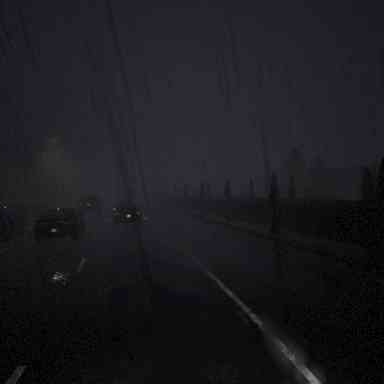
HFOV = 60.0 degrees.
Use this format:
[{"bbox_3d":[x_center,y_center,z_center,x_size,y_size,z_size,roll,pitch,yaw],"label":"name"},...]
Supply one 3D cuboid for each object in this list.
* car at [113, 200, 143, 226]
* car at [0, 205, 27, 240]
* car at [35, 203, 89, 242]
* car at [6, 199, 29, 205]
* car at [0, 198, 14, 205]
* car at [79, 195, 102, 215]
[{"bbox_3d":[-4.671,1.579,24.099,1.994,1.385,4.181,-2,0,-13],"label":"car"},{"bbox_3d":[-10.530,1.727,18.197,2.128,1.511,4.902,-2,0,-13],"label":"car"},{"bbox_3d":[-6.786,1.596,17.469,1.882,1.535,5.008,-2,0,-12],"label":"car"},{"bbox_3d":[-24.542,2.115,47.730,1.994,1.385,4.181,-2,0,-12],"label":"car"},{"bbox_3d":[-29.035,1.991,51.795,2.150,2.045,5.566,-2,-1,-12],"label":"car"},{"bbox_3d":[-10.949,1.377,35.944,2.150,2.045,5.566,-2,0,-13],"label":"car"}]
